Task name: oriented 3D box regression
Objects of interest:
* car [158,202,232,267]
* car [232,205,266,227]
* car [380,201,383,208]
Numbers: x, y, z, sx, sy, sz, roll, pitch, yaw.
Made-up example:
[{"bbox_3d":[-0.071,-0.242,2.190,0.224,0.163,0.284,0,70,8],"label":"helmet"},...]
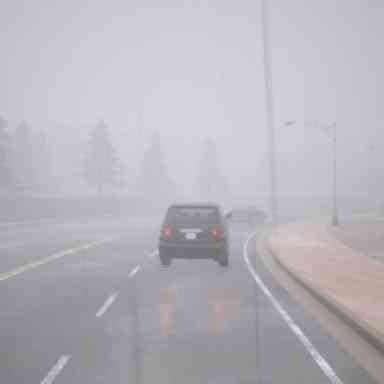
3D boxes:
[{"bbox_3d":[0.263,1.357,12.124,2.150,2.045,5.566,0,0,6],"label":"car"},{"bbox_3d":[4.264,1.770,25.594,2.128,1.511,4.902,0,-1,28],"label":"car"},{"bbox_3d":[35.662,1.843,57.616,5.566,2.045,2.150,0,-1,-4],"label":"car"}]
